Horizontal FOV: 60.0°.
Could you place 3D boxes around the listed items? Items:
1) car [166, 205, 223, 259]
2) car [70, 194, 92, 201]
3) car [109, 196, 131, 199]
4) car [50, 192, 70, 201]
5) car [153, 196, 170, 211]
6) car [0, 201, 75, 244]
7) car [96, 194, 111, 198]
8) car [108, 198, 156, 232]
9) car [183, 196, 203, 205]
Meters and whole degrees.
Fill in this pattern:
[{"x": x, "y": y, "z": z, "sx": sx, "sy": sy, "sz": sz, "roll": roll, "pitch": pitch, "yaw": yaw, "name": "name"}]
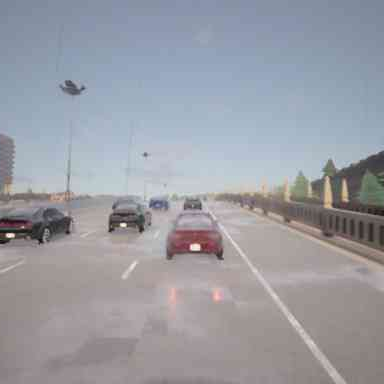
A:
[{"x": 0.092, "y": 1.439, "z": 12.096, "sx": 1.812, "sy": 1.442, "sz": 4.674, "roll": 0, "pitch": 1, "yaw": 0, "name": "car"}, {"x": -17.578, "y": 1.011, "z": 53.752, "sx": 1.994, "sy": 1.385, "sz": 4.181, "roll": 0, "pitch": 1, "yaw": 0, "name": "car"}, {"x": -6.912, "y": 1.225, "z": 34.651, "sx": 1.994, "sy": 1.385, "sz": 4.181, "roll": 0, "pitch": 1, "yaw": 0, "name": "car"}, {"x": -21.072, "y": 0.800, "z": 53.789, "sx": 2.097, "sy": 1.767, "sz": 4.553, "roll": 0, "pitch": 1, "yaw": 0, "name": "car"}, {"x": -3.411, "y": 1.128, "z": 35.621, "sx": 1.882, "sy": 1.535, "sz": 5.008, "roll": 0, "pitch": 1, "yaw": 0, "name": "car"}, {"x": -6.906, "y": 1.385, "z": 15.081, "sx": 1.837, "sy": 1.490, "sz": 4.892, "roll": 0, "pitch": 1, "yaw": 0, "name": "car"}, {"x": -14.078, "y": 1.048, "z": 53.708, "sx": 1.895, "sy": 1.301, "sz": 4.718, "roll": 0, "pitch": 1, "yaw": 0, "name": "car"}, {"x": -3.406, "y": 1.344, "z": 18.867, "sx": 1.837, "sy": 1.490, "sz": 4.892, "roll": 0, "pitch": 1, "yaw": 0, "name": "car"}, {"x": 0.088, "y": 1.148, "z": 34.978, "sx": 2.128, "sy": 1.511, "sz": 4.902, "roll": 0, "pitch": 1, "yaw": 0, "name": "car"}]
